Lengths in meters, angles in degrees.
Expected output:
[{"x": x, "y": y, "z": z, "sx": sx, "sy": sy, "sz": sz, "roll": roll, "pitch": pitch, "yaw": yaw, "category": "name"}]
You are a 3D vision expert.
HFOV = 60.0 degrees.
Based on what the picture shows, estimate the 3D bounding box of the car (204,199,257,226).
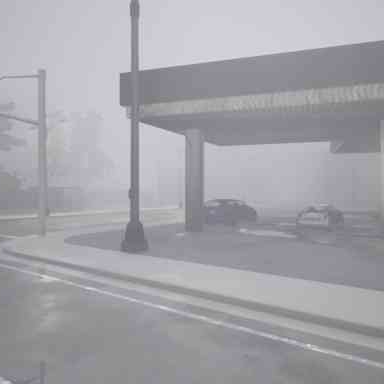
[{"x": 2.624, "y": 1.295, "z": 22.607, "sx": 2.242, "sy": 1.667, "sz": 4.611, "roll": 0, "pitch": 0, "yaw": 37, "category": "car"}]

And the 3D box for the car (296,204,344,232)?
[{"x": 7.698, "y": 1.456, "z": 19.805, "sx": 1.970, "sy": 1.475, "sz": 3.806, "roll": 0, "pitch": 0, "yaw": 37, "category": "car"}]
